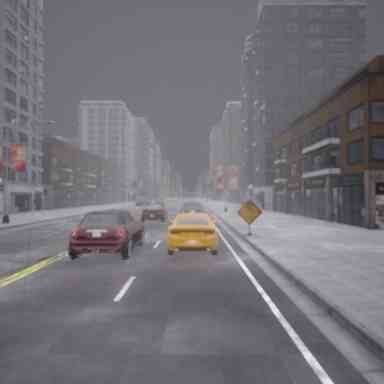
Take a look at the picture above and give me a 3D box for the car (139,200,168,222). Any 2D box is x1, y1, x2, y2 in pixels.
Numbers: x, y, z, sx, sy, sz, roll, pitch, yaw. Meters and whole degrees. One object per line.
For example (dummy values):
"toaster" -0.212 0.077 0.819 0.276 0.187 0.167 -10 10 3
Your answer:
"car" -3.193 1.789 29.251 1.882 1.535 5.008 0 0 1

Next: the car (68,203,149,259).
"car" -3.216 1.494 13.427 2.097 1.767 4.553 0 -1 1

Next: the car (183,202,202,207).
"car" 0.048 1.654 28.427 2.097 1.767 4.553 0 -1 1

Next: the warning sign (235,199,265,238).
"warning sign" 2.861 1.292 16.563 1.300 1.860 1.060 0 -1 0

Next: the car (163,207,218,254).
"car" 0.043 1.629 14.238 1.882 1.535 5.008 0 0 1

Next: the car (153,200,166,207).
"car" -6.446 2.246 65.644 2.033 1.411 5.357 0 -1 0

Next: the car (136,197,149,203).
"car" -9.699 1.920 65.621 2.150 2.045 5.566 0 0 0
